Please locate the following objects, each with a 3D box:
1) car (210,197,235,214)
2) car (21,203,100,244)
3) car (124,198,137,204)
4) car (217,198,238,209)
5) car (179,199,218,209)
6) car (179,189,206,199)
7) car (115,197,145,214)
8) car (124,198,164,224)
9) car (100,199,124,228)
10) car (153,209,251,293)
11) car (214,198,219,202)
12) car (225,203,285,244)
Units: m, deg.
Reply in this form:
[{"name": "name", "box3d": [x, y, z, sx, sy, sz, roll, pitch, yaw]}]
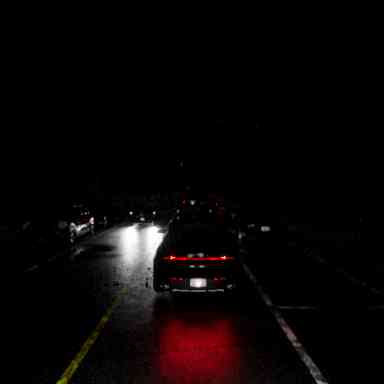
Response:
[{"name": "car", "box3d": [2.800, 1.201, 31.131, 1.887, 1.381, 4.507, -1, 1, 0]}, {"name": "car", "box3d": [-5.753, 1.277, 14.629, 1.967, 1.590, 4.097, -1, 1, 0]}, {"name": "car", "box3d": [-5.734, 1.267, 25.640, 2.008, 1.369, 4.403, -1, 1, 0]}, {"name": "car", "box3d": [2.782, 1.321, 20.121, 1.887, 1.381, 4.507, -1, 1, 0]}, {"name": "car", "box3d": [0.122, 1.343, 18.380, 2.033, 1.411, 5.357, 0, 1, 0]}, {"name": "car", "box3d": [0.044, 0.906, 28.625, 2.150, 2.045, 5.566, 0, 1, 0]}, {"name": "car", "box3d": [-5.725, 1.202, 31.145, 1.887, 1.381, 4.507, -1, 1, 0]}, {"name": "car", "box3d": [-3.023, 1.350, 22.636, 1.895, 1.301, 4.718, 0, 1, 1]}, {"name": "car", "box3d": [-5.743, 1.342, 20.135, 1.947, 1.339, 4.313, -1, 1, 0]}, {"name": "car", "box3d": [0.115, 1.408, 8.571, 1.837, 1.490, 4.892, 0, 1, 0]}, {"name": "car", "box3d": [2.791, 1.261, 25.626, 1.887, 1.381, 4.507, -1, 1, 0]}, {"name": "car", "box3d": [2.773, 1.402, 14.617, 1.947, 1.339, 4.313, -1, 1, 0]}]
